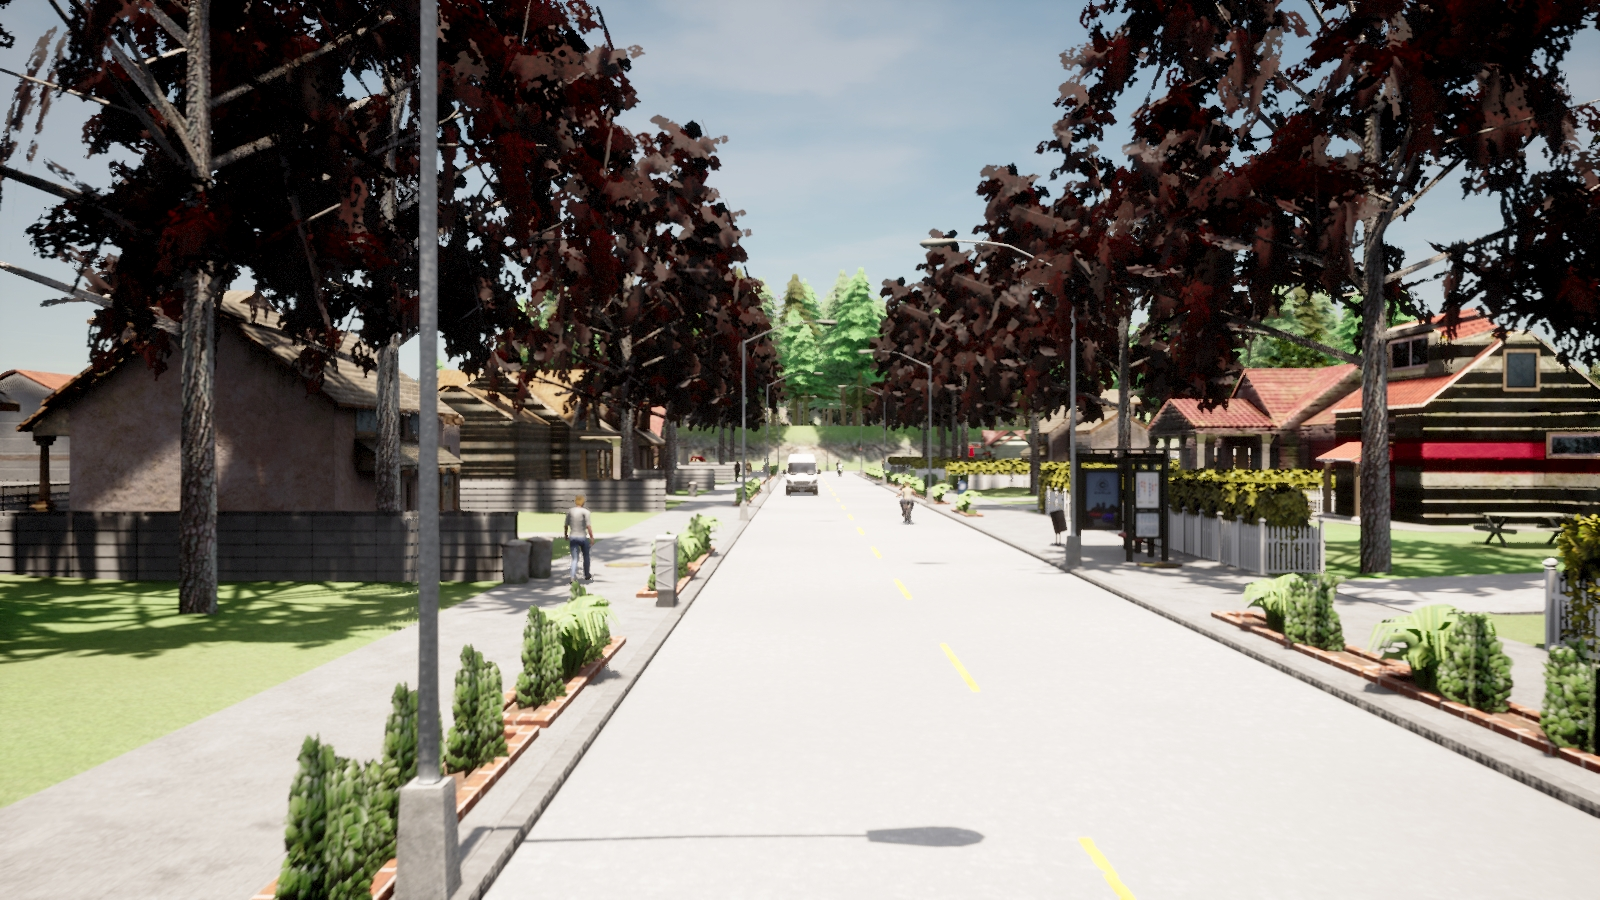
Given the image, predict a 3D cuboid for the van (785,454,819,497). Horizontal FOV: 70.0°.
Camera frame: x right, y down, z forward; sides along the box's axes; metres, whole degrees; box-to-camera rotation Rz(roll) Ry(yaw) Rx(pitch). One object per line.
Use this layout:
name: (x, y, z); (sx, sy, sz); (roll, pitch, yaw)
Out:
van: (0.118, 1.533, 70.671); (1.988, 2.561, 5.915); (0, 0, 0)

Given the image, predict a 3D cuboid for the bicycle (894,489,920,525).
bicycle: (4.087, 2.157, 43.602); (0.859, 1.276, 1.487); (0, 0, 0)

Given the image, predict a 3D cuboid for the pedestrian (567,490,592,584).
pedestrian: (-4.429, 1.743, 22.930); (0.375, 1.860, 0.375); (0, 0, 10)
